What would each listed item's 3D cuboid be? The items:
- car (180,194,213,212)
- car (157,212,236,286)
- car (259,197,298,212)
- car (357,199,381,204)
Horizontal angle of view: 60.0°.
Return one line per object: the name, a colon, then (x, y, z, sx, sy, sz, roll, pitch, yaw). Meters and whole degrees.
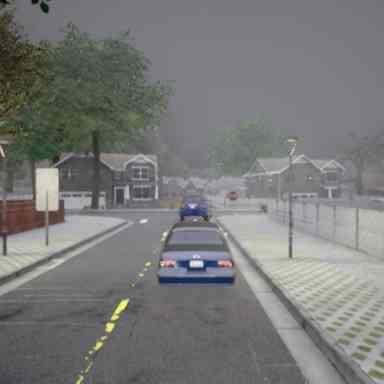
car: (0.414, 1.210, 27.351, 2.150, 2.045, 5.566, -1, 0, 8)
car: (0.098, 1.543, 9.430, 2.033, 1.411, 5.357, 0, 0, 0)
car: (9.758, 1.373, 36.569, 4.553, 1.767, 2.097, 0, 0, -13)
car: (20.357, 1.582, 39.028, 4.892, 1.490, 1.837, 0, 0, -14)
